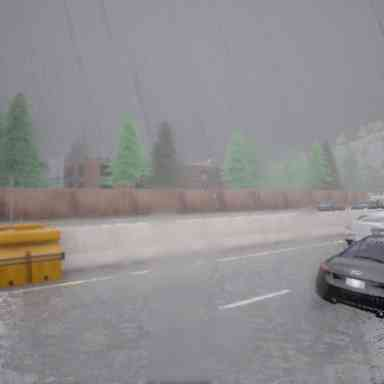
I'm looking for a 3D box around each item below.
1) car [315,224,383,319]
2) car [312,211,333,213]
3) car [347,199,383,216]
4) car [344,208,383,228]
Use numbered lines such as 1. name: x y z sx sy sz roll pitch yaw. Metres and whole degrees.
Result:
1. car: 4.505 1.569 6.991 4.181 1.385 1.994 0 0 -35
2. car: 14.674 1.581 35.988 4.181 1.385 1.994 0 0 -36
3. car: 18.133 1.523 34.162 4.892 1.490 1.837 0 0 -36
4. car: 8.182 1.533 13.902 4.674 1.442 1.812 0 0 -36
